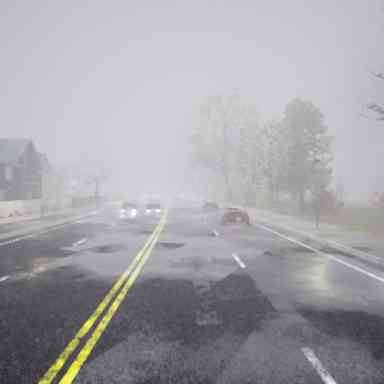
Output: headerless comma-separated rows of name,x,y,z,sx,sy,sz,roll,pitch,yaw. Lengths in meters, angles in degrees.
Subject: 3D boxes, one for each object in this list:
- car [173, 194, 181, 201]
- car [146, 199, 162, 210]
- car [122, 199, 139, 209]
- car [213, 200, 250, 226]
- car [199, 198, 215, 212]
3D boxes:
car,-3.744,1.499,80.639,2.128,1.511,4.902,0,0,-3
car,-4.959,1.577,43.747,1.994,1.385,4.181,0,0,-3
car,-8.265,1.624,44.875,1.895,1.301,4.718,0,0,-3
car,2.815,1.519,23.169,1.812,1.442,4.674,0,0,-3
car,1.952,1.487,38.602,2.128,1.511,4.902,0,0,-3
